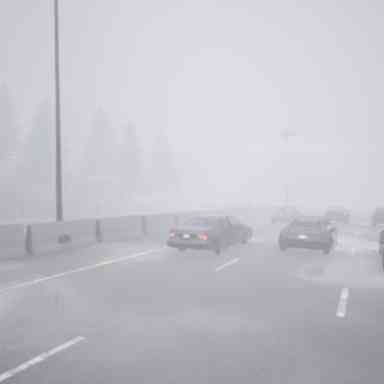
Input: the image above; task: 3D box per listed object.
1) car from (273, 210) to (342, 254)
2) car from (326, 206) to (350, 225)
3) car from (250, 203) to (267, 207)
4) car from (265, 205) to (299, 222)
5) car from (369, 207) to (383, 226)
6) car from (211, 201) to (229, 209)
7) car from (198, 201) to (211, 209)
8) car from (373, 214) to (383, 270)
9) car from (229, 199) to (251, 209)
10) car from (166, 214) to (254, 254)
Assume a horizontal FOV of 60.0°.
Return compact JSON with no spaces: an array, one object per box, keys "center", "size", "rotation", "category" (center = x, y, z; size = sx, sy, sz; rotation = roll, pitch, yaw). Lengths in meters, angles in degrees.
[{"center":[5.187,1.712,14.519],"size":[1.994,1.385,4.181],"rotation":[0,-1,28],"category":"car"},{"center":[12.396,1.930,28.355],"size":[1.812,1.442,4.674],"rotation":[0,-1,28],"category":"car"},{"center":[12.392,2.599,58.901],"size":[1.994,1.385,4.181],"rotation":[0,-2,28],"category":"car"},{"center":[7.923,1.885,27.401],"size":[2.033,1.411,5.357],"rotation":[0,-1,28],"category":"car"},{"center":[15.160,1.909,26.100],"size":[1.837,1.490,4.892],"rotation":[0,-1,28],"category":"car"},{"center":[6.003,2.492,61.775],"size":[2.128,1.511,4.902],"rotation":[0,-2,28],"category":"car"},{"center":[2.879,2.490,63.334],"size":[1.837,1.490,4.892],"rotation":[0,-2,28],"category":"car"},{"center":[7.190,1.676,10.835],"size":[2.033,1.411,5.357],"rotation":[0,-1,28],"category":"car"},{"center":[9.110,2.233,60.167],"size":[2.150,2.045,5.566],"rotation":[0,-2,28],"category":"car"},{"center":[0.981,1.652,14.069],"size":[2.033,1.411,5.357],"rotation":[0,-1,28],"category":"car"}]
